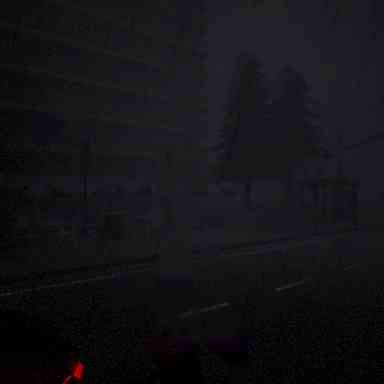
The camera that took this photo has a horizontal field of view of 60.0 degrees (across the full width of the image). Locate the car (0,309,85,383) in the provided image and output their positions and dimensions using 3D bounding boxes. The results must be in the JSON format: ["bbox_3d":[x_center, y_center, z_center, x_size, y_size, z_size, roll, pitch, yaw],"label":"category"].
[{"bbox_3d":[-2.863,1.578,2.141,4.181,1.385,1.994,0,0,-34],"label":"car"}]
